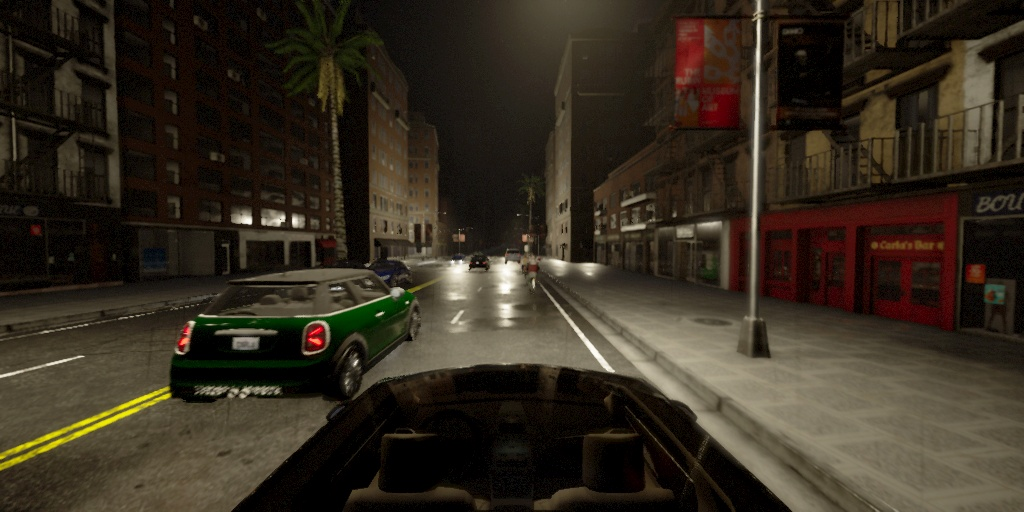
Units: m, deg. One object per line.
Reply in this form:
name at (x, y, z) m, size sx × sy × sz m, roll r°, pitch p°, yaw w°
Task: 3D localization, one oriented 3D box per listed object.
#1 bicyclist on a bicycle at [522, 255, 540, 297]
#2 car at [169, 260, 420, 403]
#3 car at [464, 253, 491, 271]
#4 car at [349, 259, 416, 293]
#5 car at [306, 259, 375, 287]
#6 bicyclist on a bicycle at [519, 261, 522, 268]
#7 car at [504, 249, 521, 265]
bicyclist on a bicycle at (0.899, 0.844, 15.446) m, size 0.659 × 1.776 × 1.843 m, roll 0°, pitch 1°, yaw 0°
car at (-3.148, 1.008, 6.367) m, size 2.097 × 1.767 × 4.553 m, roll 0°, pitch 1°, yaw 0°
car at (-3.138, 0.652, 35.134) m, size 2.033 × 1.411 × 5.357 m, roll 0°, pitch 1°, yaw 0°
car at (-6.592, 0.934, 18.830) m, size 1.812 × 1.442 × 4.674 m, roll 0°, pitch 1°, yaw 0°
car at (-9.841, 0.930, 21.008) m, size 1.994 × 1.385 × 4.181 m, roll 0°, pitch 1°, yaw 0°
bicyclist on a bicycle at (0.925, 0.730, 24.835) m, size 0.866 × 1.612 × 1.509 m, roll 0°, pitch 1°, yaw 0°
car at (0.108, 0.085, 48.952) m, size 2.150 × 2.045 × 5.566 m, roll 0°, pitch 1°, yaw -1°
